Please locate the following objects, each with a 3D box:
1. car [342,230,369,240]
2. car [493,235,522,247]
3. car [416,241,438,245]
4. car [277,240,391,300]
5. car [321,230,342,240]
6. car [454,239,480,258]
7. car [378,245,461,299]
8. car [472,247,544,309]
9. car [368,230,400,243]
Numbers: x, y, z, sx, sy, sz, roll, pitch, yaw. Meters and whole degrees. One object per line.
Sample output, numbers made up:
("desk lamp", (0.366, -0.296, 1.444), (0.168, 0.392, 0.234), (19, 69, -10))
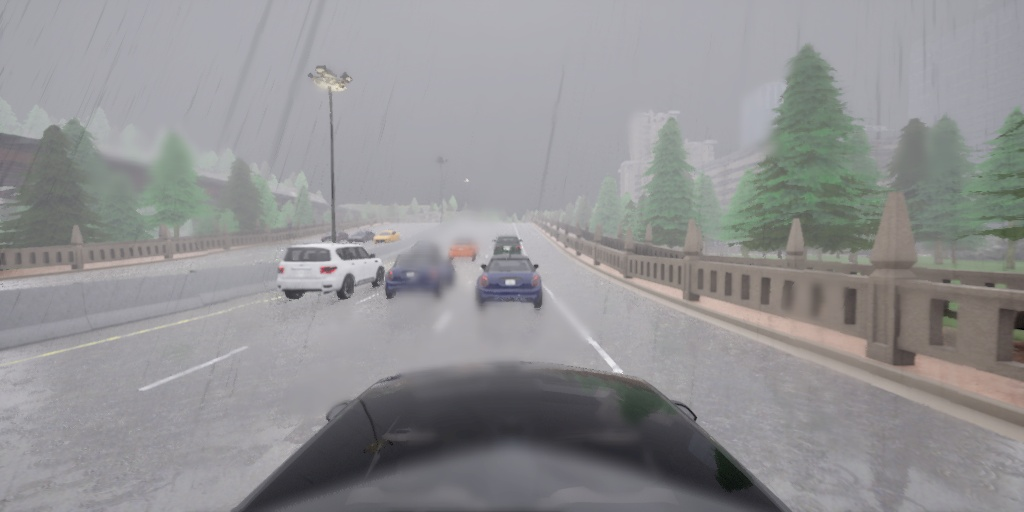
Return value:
("car", (-18.265, -2.412, 43.910), (2.033, 1.411, 5.357), (0, 8, -1))
("car", (-0.339, -0.747, 29.262), (2.150, 2.045, 5.566), (0, 6, -1))
("car", (-7.362, -0.563, 30.735), (1.994, 1.385, 4.181), (0, 7, -1))
("car", (-7.092, 0.499, 14.685), (2.150, 2.045, 5.566), (0, 3, -1))
("car", (-21.764, -2.436, 44.204), (1.994, 1.385, 4.181), (0, 8, -1))
("car", (-3.853, -0.697, 30.014), (2.097, 1.767, 4.553), (0, 7, -1))
("car", (-3.599, 0.608, 14.917), (2.097, 1.767, 4.553), (0, 3, -1))
("car", (-0.074, 0.704, 12.931), (2.097, 1.767, 4.553), (0, 3, -1))
("car", (-14.739, -2.255, 42.350), (1.882, 1.535, 5.008), (0, 8, -1))
